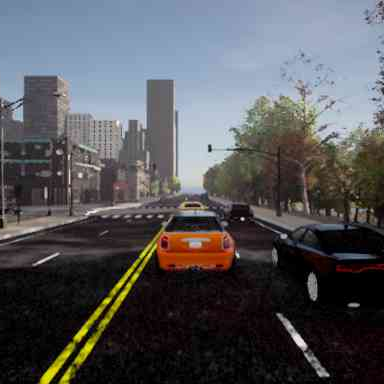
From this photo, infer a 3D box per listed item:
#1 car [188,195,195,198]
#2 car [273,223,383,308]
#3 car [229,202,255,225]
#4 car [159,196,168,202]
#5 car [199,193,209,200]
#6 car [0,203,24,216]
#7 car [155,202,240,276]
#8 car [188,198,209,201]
[{"bbox_3d":[-0.102,1.605,85.768,1.994,1.385,4.181,0,0,0],"label":"car"},{"bbox_3d":[3.343,1.485,8.047,1.882,1.535,5.008,0,0,0],"label":"car"},{"bbox_3d":[3.323,1.525,24.243,1.837,1.490,4.892,0,0,0],"label":"car"},{"bbox_3d":[-6.591,1.581,78.075,2.128,1.511,4.902,0,0,0],"label":"car"},{"bbox_3d":[3.148,1.277,85.387,2.150,2.045,5.566,0,0,0],"label":"car"},{"bbox_3d":[-19.994,1.846,34.894,4.313,1.339,1.947,-1,1,0],"label":"car"},{"bbox_3d":[0.088,1.360,10.529,2.097,1.767,4.553,0,0,0],"label":"car"},{"bbox_3d":[0.029,1.499,25.302,1.882,1.535,5.008,0,0,-1],"label":"car"}]
